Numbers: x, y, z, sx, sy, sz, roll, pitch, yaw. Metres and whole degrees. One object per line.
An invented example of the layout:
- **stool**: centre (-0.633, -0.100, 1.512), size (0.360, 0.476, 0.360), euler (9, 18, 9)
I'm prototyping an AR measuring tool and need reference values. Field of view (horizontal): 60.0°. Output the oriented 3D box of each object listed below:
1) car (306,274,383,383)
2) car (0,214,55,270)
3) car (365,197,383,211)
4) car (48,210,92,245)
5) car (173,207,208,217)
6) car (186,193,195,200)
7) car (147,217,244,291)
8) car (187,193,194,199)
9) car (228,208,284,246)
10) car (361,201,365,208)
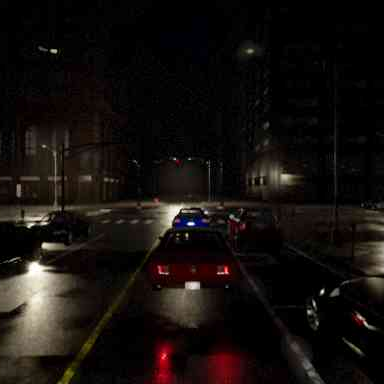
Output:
- **car**: centre (2.748, 1.556, 3.750), size (1.947, 1.339, 4.313), euler (0, 0, 0)
- **car**: centre (-5.796, 1.542, 9.356), size (1.947, 1.339, 4.313), euler (0, 0, 0)
- **car**: centre (22.615, 1.393, 36.715), size (5.357, 1.411, 2.033), euler (0, 0, 0)
- **car**: centre (-5.815, 1.514, 14.992), size (2.008, 1.369, 4.403), euler (0, 0, 0)
- **car**: centre (-0.059, 1.519, 18.149), size (1.994, 1.385, 4.181), euler (0, 0, 0)
- **car**: centre (-0.370, 1.201, 83.295), size (2.097, 1.767, 4.553), euler (0, 0, 0)
- **car**: centre (0.030, 1.578, 8.869), size (1.895, 1.301, 4.718), euler (0, 0, 0)
- **car**: centre (-0.445, 1.055, 93.303), size (2.097, 1.767, 4.553), euler (0, 0, 0)
- **car**: centre (2.709, 1.403, 15.022), size (1.967, 1.590, 4.097), euler (0, 0, 0)
- **car**: centre (22.887, 1.326, 39.965), size (4.892, 1.490, 1.837), euler (0, 0, 0)
